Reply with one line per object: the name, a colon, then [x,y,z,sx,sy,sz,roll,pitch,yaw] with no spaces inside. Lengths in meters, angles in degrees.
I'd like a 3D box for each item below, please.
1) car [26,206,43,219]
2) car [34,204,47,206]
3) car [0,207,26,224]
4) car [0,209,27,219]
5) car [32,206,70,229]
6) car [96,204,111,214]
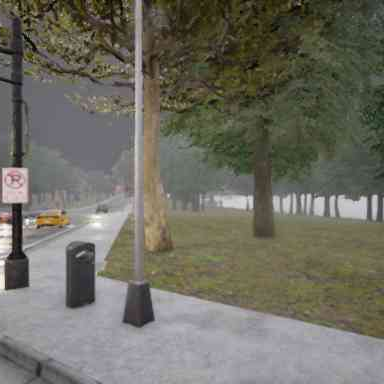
car: [-21.428,2.967,45.623,1.994,1.385,4.181,0,-2,-9]
car: [-26.988,3.151,58.973,2.150,2.045,5.566,0,-2,-9]
car: [-19.572,2.386,34.827,2.097,1.767,4.553,0,-2,-9]
car: [-24.906,3.064,46.710,1.895,1.301,4.718,0,-2,-9]
car: [-11.862,2.279,28.689,1.882,1.535,5.008,0,-2,-10]
car: [-19.235,3.588,71.470,2.150,2.045,5.566,0,-2,-10]
